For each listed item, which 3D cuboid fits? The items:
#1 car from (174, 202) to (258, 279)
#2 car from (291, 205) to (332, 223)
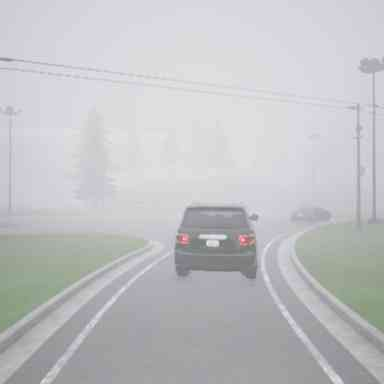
[{"bbox_3d":[0.902,1.310,10.539,2.150,2.045,5.566,0,0,9],"label":"car"},{"bbox_3d":[10.039,1.788,27.806,4.181,1.385,1.994,0,-1,-45],"label":"car"}]
